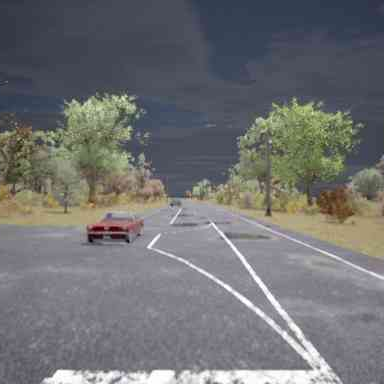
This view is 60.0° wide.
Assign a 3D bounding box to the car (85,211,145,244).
[{"bbox_3d":[-3.496,1.593,15.833,1.895,1.301,4.718,1,-1,0],"label":"car"}]

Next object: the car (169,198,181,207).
[{"bbox_3d":[-3.645,2.241,72.684,2.150,2.045,5.566,0,-1,3],"label":"car"}]
